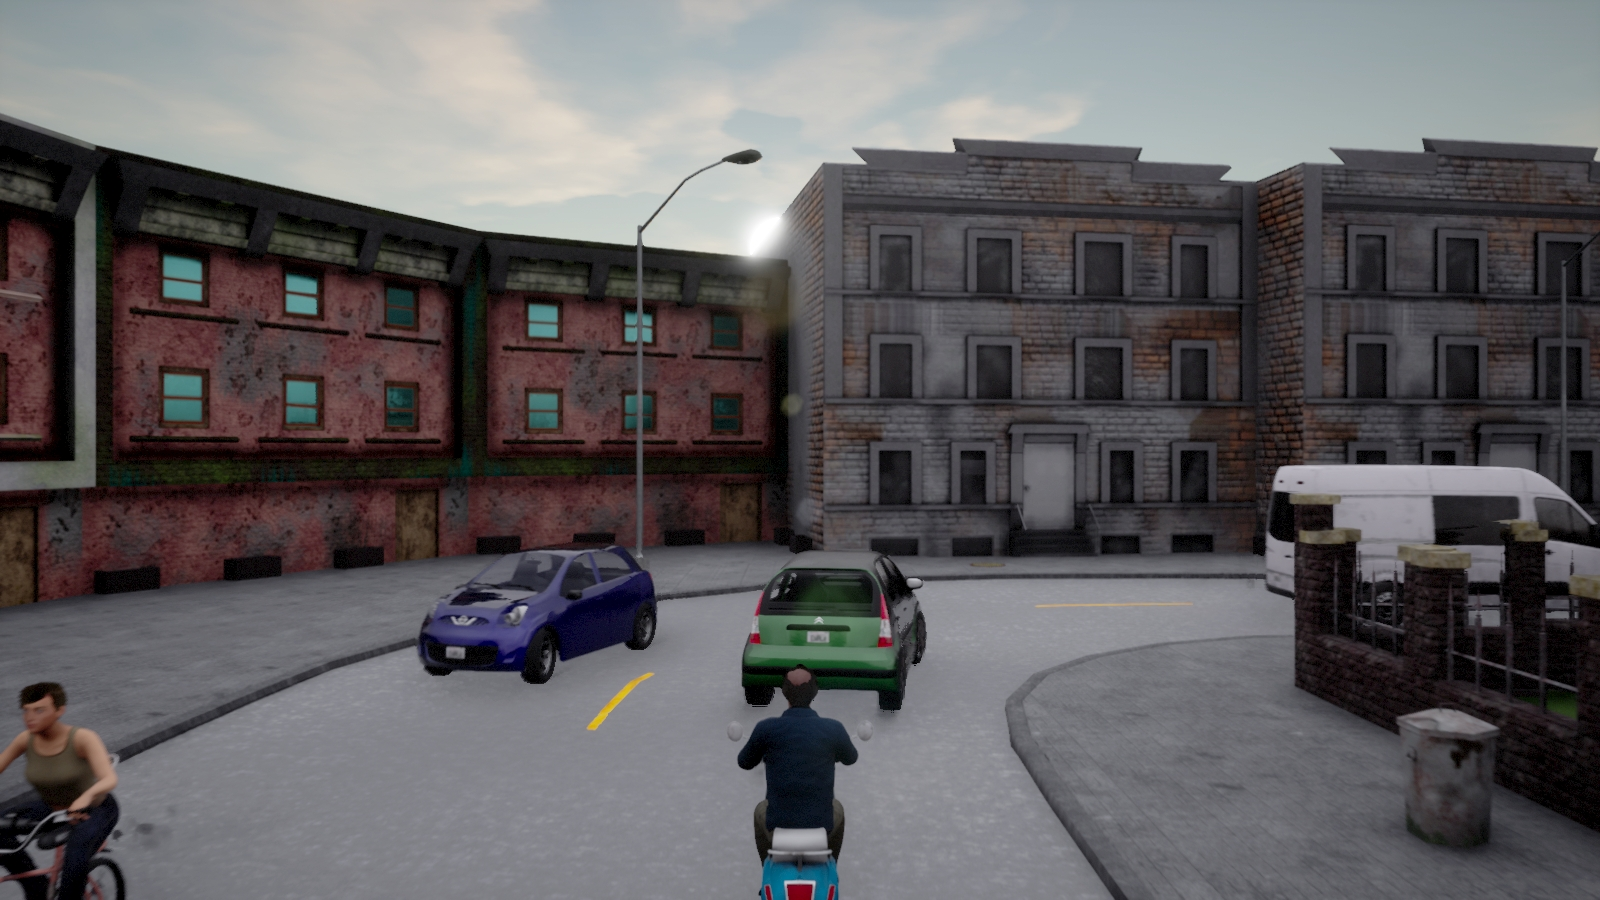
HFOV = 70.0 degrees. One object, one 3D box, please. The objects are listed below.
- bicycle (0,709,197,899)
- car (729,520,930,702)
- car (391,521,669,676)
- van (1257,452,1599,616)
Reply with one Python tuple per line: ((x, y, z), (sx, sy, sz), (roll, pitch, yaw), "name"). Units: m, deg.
((-3.918, 2.036, 5.850), (0.859, 1.080, 1.487), (0, 0, 1), "bicycle")
((0.519, 1.781, 13.838), (1.851, 1.617, 3.988), (0, 0, 10), "car")
((-3.386, 1.819, 15.041), (1.845, 1.501, 3.633), (0, 0, 21), "car")
((10.940, 1.314, 18.971), (5.915, 2.561, 1.988), (0, 0, -2), "van")
